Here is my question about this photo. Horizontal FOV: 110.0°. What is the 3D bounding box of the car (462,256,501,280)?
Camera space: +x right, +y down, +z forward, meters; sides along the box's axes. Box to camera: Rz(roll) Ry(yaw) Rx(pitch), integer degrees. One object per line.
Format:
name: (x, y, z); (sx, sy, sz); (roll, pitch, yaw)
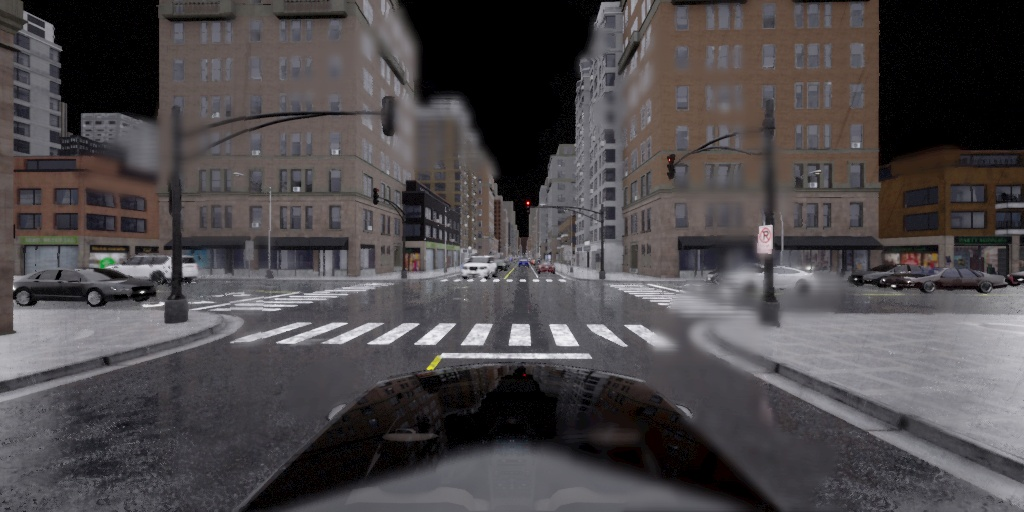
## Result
car: (-2.706, 0.979, 31.224); (2.150, 2.045, 5.566); (0, 0, 8)

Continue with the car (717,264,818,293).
car: (14.787, 1.291, 20.610); (4.674, 1.442, 1.812); (0, 0, 3)

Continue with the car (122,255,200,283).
car: (-25.080, 0.954, 25.007); (5.566, 2.045, 2.150); (0, 0, 2)

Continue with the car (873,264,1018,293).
car: (24.374, 1.326, 20.329); (5.357, 1.411, 2.033); (0, 0, 2)

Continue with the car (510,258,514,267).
car: (-1.129, 1.394, 62.860); (1.895, 1.301, 4.718); (0, 0, 2)

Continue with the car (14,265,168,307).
car: (-17.632, 1.239, 14.858); (4.892, 1.490, 1.837); (0, 0, 2)

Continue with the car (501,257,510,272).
car: (-1.688, 1.128, 47.603); (2.097, 1.767, 4.553); (0, 0, 2)

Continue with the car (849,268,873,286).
car: (25.083, 1.283, 23.559); (4.892, 1.490, 1.837); (0, 0, 2)

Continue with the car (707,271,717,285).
car: (15.666, 1.257, 23.836); (4.902, 1.511, 2.128); (0, 0, 2)

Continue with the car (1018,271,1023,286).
car: (35.065, 1.360, 23.257); (4.181, 1.385, 1.994); (0, 0, 2)

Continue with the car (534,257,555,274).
car: (3.849, 1.210, 40.936); (1.967, 1.591, 4.097); (0, 0, 2)
